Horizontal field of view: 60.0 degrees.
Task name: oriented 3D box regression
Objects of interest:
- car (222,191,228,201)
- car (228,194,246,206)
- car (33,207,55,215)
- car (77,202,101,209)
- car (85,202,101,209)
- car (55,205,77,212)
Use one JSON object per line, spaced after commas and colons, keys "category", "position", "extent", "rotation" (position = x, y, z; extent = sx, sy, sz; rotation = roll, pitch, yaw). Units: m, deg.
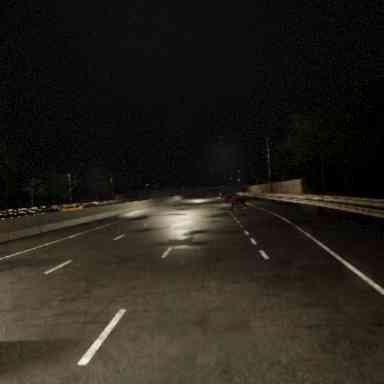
{"category": "car", "position": [8.092, 1.128, 72.361], "extent": [1.882, 1.535, 5.008], "rotation": [-4, 0, 4]}
{"category": "car", "position": [6.456, 1.201, 47.083], "extent": [1.812, 1.442, 4.674], "rotation": [-4, 0, 4]}
{"category": "car", "position": [-21.476, 2.948, 49.080], "extent": [2.128, 1.511, 4.902], "rotation": [-4, 0, 4]}
{"category": "car", "position": [-14.503, 2.521, 48.681], "extent": [1.837, 1.490, 4.892], "rotation": [-4, 0, 4]}
{"category": "car", "position": [-23.071, 3.065, 77.671], "extent": [1.895, 1.301, 4.718], "rotation": [-4, 0, 4]}
{"category": "car", "position": [-17.934, 2.712, 49.709], "extent": [1.882, 1.535, 5.008], "rotation": [-4, 0, 4]}
